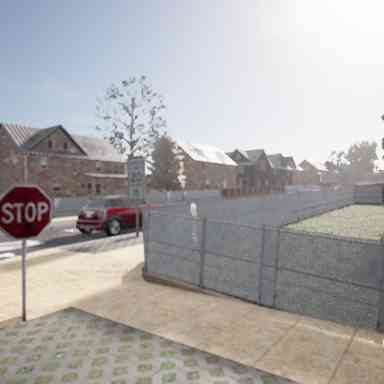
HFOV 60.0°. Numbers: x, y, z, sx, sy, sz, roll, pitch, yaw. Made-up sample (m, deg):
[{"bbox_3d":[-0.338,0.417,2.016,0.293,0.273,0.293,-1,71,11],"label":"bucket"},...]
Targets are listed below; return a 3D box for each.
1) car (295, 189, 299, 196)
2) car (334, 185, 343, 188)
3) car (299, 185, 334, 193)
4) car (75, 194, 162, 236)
[{"bbox_3d":[15.568,-0.070,45.790,1.994,1.385,4.181,-1,1,36],"label":"car"},{"bbox_3d":[21.233,-0.335,48.866,2.033,1.411,5.357,-1,1,36],"label":"car"},{"bbox_3d":[15.280,0.012,40.659,2.033,1.411,5.357,-1,1,37],"label":"car"},{"bbox_3d":[-3.088,0.924,15.717,2.097,1.767,4.553,-1,1,36],"label":"car"}]
